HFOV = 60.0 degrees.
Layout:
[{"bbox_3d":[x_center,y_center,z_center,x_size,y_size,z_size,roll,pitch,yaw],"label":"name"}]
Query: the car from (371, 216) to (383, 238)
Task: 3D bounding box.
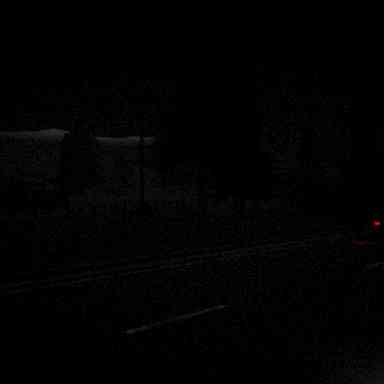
[{"bbox_3d":[10.475,1.419,15.523,5.357,1.411,2.033,-1,0,-36],"label":"car"}]
